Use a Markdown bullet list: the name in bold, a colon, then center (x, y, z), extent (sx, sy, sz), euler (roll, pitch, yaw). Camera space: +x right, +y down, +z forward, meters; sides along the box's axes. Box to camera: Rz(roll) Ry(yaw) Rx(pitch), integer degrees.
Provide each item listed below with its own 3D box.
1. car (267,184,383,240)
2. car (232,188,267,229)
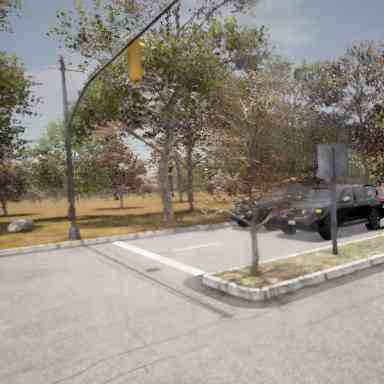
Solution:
- **car**: center (6.098, 0.710, 14.393), extent (5.566, 2.045, 2.150), euler (-3, 2, -35)
- **car**: center (4.615, 0.676, 17.010), extent (5.566, 2.045, 2.150), euler (-3, 2, -34)
